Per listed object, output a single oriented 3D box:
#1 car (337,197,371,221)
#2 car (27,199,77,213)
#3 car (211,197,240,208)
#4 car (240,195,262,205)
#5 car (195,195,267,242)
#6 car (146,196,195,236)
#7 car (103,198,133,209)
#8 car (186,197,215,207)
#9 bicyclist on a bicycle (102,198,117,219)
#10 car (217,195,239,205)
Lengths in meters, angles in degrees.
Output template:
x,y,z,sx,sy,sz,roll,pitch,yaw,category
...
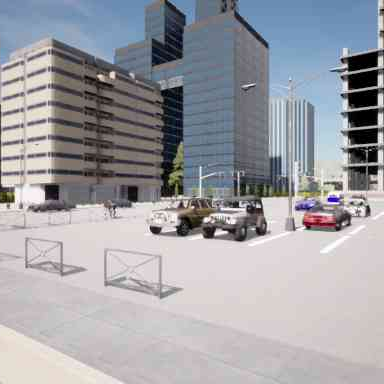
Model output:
x,y,z,sx,sy,sz,roll,pitch,yaw,category
14.116,1.395,28.578,1.970,1.475,3.806,0,0,34,car
-15.935,1.547,38.164,2.033,1.411,5.357,0,0,34,car
5.155,1.547,50.462,2.033,1.411,5.357,0,0,33,car
10.415,1.352,58.340,2.097,1.767,4.553,0,0,34,car
2.113,1.156,15.603,1.905,1.878,3.866,0,0,34,car
-0.257,1.153,17.266,1.932,1.855,4.605,0,0,34,car
-10.309,1.564,46.537,1.994,1.385,4.181,0,0,35,car
1.342,1.492,51.135,2.128,1.511,4.902,0,0,34,car
-6.500,1.302,26.216,1.656,1.620,0.582,0,0,34,bicyclist on a bicycle
6.380,1.352,58.768,2.097,1.767,4.553,0,0,34,car
